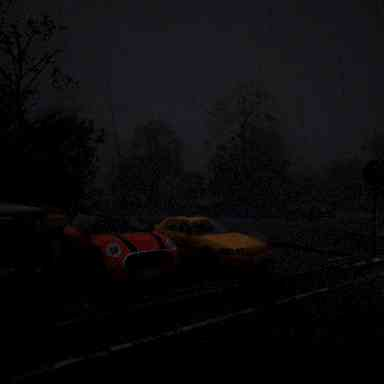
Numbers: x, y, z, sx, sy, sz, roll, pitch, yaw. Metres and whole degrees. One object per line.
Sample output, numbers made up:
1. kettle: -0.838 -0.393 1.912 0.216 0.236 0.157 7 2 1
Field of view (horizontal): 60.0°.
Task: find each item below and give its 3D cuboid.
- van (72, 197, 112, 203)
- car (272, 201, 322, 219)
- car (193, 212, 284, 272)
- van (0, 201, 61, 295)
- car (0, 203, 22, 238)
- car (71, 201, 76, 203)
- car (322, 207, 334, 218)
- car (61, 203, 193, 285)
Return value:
1. van: -6.475 1.282 21.626 1.878 1.987 4.442 1 0 -36
2. car: 10.325 1.914 33.871 2.002 1.452 4.674 2 -1 -36
3. car: 0.223 1.499 11.247 1.946 1.575 5.366 1 0 -36
4. van: -4.779 1.245 8.004 1.878 1.987 4.442 0 0 -36
5. car: -11.075 1.471 18.676 1.946 1.575 5.366 0 0 -36
6. car: -8.918 1.484 20.234 1.946 1.575 5.366 1 0 -36
7. car: 12.871 1.824 35.766 2.185 1.767 4.553 2 -1 -36
8. car: -2.268 1.355 9.713 2.185 1.767 4.553 1 0 -36
